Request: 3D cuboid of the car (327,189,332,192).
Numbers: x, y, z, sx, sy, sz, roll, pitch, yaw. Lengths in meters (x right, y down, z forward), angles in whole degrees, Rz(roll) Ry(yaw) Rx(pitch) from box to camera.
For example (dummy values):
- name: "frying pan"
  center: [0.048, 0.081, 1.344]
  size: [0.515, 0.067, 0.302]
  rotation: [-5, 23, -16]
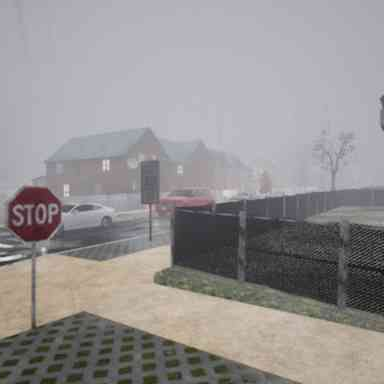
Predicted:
- name: "car"
  center: [21.889, 0.229, 53.015]
  size: [1.994, 1.385, 4.181]
  rotation: [0, 1, 34]

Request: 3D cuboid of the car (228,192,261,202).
- name: "car"
  center: [5.258, 0.726, 33.214]
  size: [2.128, 1.511, 4.902]
  rotation: [0, 1, 34]

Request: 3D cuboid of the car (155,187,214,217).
- name: "car"
  center: [-0.376, 0.696, 24.732]
  size: [2.150, 2.045, 5.566]
  rotation: [0, 1, 34]

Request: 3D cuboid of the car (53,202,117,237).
- name: "car"
  center: [-5.847, 1.235, 16.574]
  size: [1.812, 1.442, 4.674]
  rotation: [0, 1, 36]

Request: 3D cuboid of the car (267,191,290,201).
- name: "car"
  center: [10.825, 0.570, 41.566]
  size: [1.994, 1.385, 4.181]
  rotation: [0, 1, 34]

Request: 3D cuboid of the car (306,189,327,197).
- name: "car"
  center: [16.367, 0.406, 44.668]
  size: [1.812, 1.442, 4.674]
  rotation: [0, 1, 33]
